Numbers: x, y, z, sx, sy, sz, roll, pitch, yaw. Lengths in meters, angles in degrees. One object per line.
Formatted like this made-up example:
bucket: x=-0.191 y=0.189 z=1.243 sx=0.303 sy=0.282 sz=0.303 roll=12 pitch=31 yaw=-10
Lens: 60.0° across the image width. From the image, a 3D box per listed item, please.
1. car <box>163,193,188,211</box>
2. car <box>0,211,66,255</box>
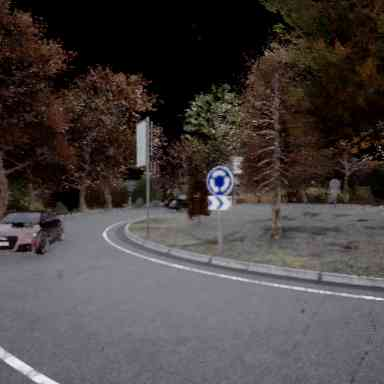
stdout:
car: x=-0.604 y=0.912 z=32.605 sx=4.553 sy=1.767 sz=2.097 roll=-1 pitch=1 yaw=-34
car: x=-6.107 y=1.403 z=12.326 sx=1.994 sy=1.385 sz=4.181 roll=0 pitch=1 yaw=-7
